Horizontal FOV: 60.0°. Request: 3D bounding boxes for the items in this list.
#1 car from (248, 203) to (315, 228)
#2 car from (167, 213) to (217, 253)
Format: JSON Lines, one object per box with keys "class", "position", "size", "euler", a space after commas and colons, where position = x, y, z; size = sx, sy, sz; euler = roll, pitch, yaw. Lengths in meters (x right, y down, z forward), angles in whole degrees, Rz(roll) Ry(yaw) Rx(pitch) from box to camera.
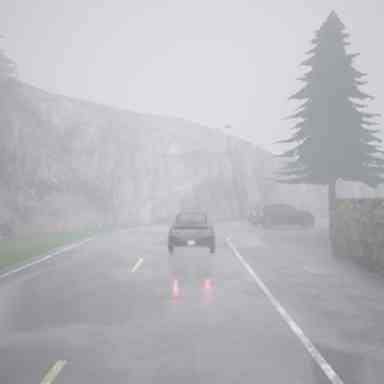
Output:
{"class": "car", "position": [6.373, 1.575, 23.682], "size": [4.553, 1.767, 2.097], "euler": [0, -1, -15]}
{"class": "car", "position": [0.036, 1.629, 14.291], "size": [2.128, 1.511, 4.902], "euler": [0, 0, 1]}
